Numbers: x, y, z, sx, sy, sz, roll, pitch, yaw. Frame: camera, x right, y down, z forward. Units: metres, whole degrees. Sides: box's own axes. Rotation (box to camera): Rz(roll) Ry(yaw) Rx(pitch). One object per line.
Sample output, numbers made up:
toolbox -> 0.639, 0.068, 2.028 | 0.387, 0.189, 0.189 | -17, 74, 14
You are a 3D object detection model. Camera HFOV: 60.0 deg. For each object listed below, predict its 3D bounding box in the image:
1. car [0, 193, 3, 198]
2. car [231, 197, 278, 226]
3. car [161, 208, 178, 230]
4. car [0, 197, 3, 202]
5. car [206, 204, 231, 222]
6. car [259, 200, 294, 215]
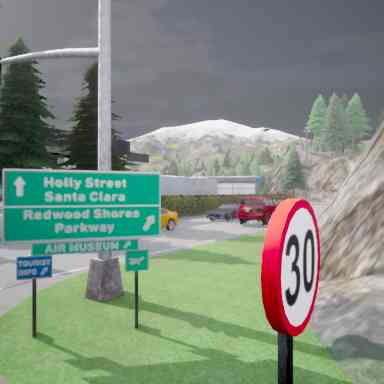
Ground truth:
car -> -38.568, 1.489, 69.987 | 4.514, 1.523, 2.007 | 0, 0, 35
car -> 5.516, 1.413, 25.763 | 2.150, 2.045, 5.566 | 0, 0, 36
car -> -2.906, 1.669, 20.472 | 1.882, 1.535, 5.008 | 0, 0, 36
car -> -12.363, 1.505, 26.047 | 1.905, 1.878, 3.866 | 0, 0, 35
car -> 3.364, 1.739, 29.092 | 2.033, 1.411, 5.357 | 0, 0, 36
car -> 9.650, 1.739, 37.708 | 2.033, 1.411, 5.357 | 0, 0, 36
